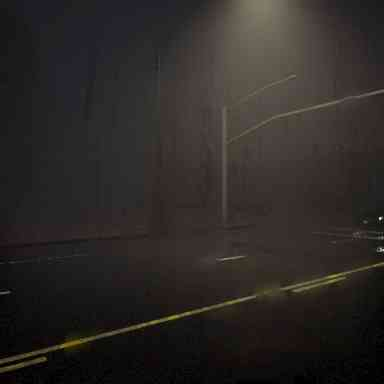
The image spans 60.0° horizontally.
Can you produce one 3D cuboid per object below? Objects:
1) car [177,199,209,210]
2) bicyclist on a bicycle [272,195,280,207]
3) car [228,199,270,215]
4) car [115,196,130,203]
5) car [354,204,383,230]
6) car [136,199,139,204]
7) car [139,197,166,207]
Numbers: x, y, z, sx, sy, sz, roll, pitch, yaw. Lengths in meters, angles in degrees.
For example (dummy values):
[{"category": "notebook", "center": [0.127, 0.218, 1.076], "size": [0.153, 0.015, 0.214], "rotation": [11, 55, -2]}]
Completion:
[{"category": "car", "center": [0.073, 1.601, 42.620], "size": [1.895, 1.301, 4.718], "rotation": [0, 0, -36]}, {"category": "bicyclist on a bicycle", "center": [11.500, 1.303, 45.517], "size": [1.656, 1.620, 0.582], "rotation": [0, 0, -36]}, {"category": "car", "center": [5.856, 1.491, 34.519], "size": [2.128, 1.511, 4.902], "rotation": [0, 0, -36]}, {"category": "car", "center": [-14.417, 1.468, 69.097], "size": [1.812, 1.442, 4.674], "rotation": [0, 0, -36]}, {"category": "car", "center": [12.275, 1.525, 21.279], "size": [4.674, 1.442, 1.812], "rotation": [0, 0, -35]}, {"category": "car", "center": [-8.606, 1.564, 61.046], "size": [1.994, 1.385, 4.181], "rotation": [0, 0, -35]}, {"category": "car", "center": [-5.792, 1.478, 50.847], "size": [1.882, 1.535, 5.008], "rotation": [0, 0, -35]}]
